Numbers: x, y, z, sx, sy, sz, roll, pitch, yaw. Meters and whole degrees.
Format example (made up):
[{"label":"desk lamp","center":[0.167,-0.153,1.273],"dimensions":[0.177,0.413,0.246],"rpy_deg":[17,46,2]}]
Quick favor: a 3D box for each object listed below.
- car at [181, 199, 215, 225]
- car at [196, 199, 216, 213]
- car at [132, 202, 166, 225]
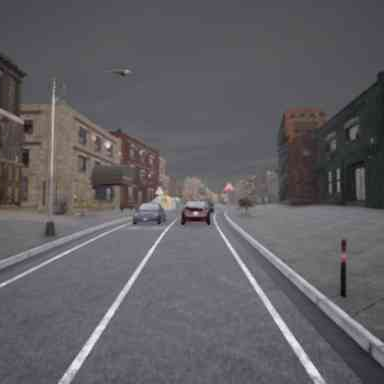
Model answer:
[{"label":"car","center":[0.330,1.433,23.643],"dimensions":[2.163,1.488,4.792],"rpy_deg":[0,0,2]},{"label":"car","center":[1.784,1.694,41.332],"dimensions":[2.033,1.649,4.856],"rpy_deg":[0,-2,7]},{"label":"car","center":[-2.870,1.456,23.197],"dimensions":[1.812,1.442,4.674],"rpy_deg":[0,0,2]}]
